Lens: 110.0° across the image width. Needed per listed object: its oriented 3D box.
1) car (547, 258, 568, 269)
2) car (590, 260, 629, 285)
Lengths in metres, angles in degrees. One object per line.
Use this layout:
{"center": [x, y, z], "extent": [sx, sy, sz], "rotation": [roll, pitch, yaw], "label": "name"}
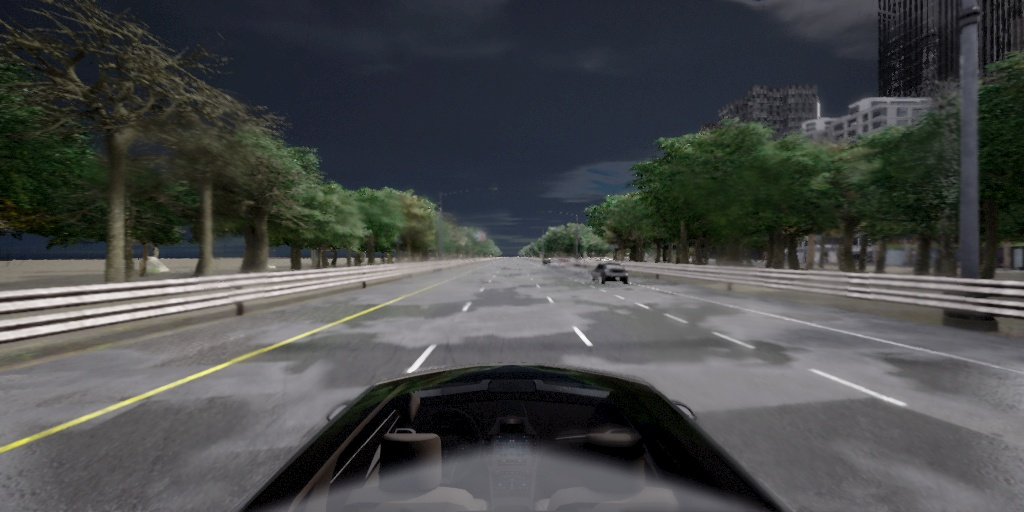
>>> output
{"center": [6.988, 1.360, 55.142], "extent": [1.895, 1.301, 4.718], "rotation": [0, 0, 0], "label": "car"}
{"center": [6.995, 1.263, 26.133], "extent": [1.837, 1.490, 4.892], "rotation": [0, 0, 0], "label": "car"}
